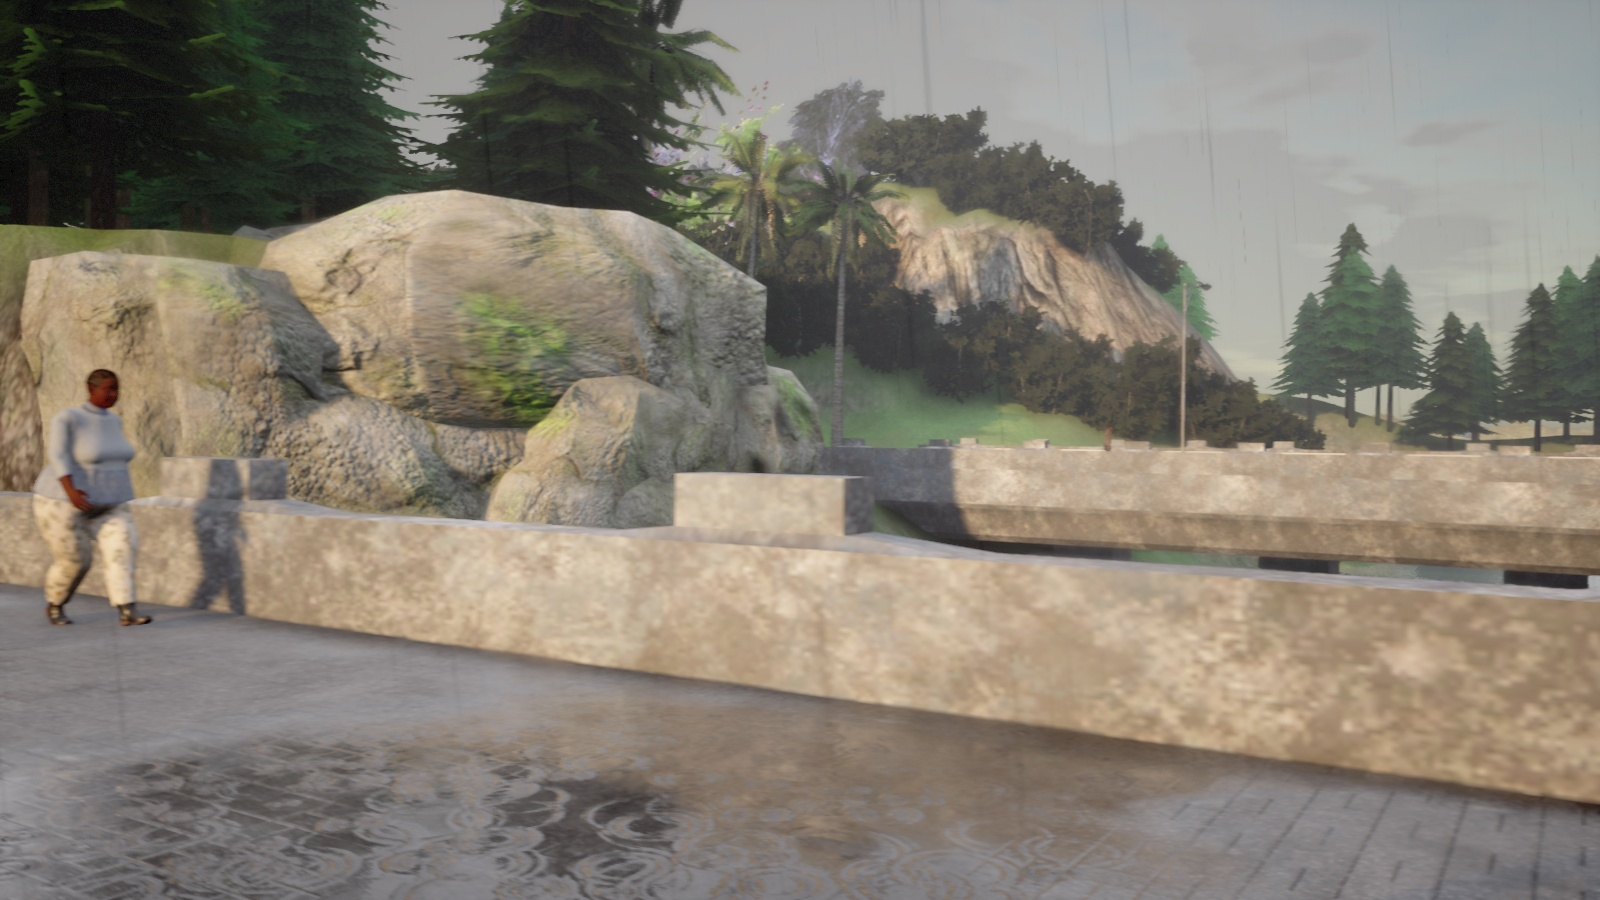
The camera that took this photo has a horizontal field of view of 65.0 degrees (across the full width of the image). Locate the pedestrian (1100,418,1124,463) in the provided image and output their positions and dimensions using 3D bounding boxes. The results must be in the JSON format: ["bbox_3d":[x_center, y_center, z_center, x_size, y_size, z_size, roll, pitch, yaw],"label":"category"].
[{"bbox_3d":[12.460,-0.378,50.163,0.869,1.805,0.328,0,1,28],"label":"pedestrian"}]

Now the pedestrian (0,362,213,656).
[{"bbox_3d":[-4.672,0.365,8.491,0.900,1.855,0.874,0,1,25],"label":"pedestrian"}]
